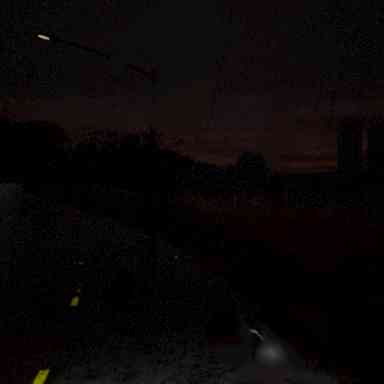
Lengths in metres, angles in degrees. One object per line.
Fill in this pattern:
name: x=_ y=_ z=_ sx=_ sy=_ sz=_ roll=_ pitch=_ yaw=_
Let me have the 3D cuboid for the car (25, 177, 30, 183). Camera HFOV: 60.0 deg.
car: x=-31.738 y=-2.407 z=66.355 sx=1.994 sy=1.385 sz=4.181 roll=0 pitch=0 yaw=-8

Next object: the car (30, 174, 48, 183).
car: x=-27.079 y=-2.385 z=59.652 sx=1.970 sy=1.475 sz=3.806 roll=0 pitch=1 yaw=-14

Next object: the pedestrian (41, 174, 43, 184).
pedestrian: x=-27.896 y=-2.385 z=61.806 sx=0.375 sy=1.860 sz=0.375 roll=2 pitch=-2 yaw=-27

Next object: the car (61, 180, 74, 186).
car: x=-32.214 y=-2.318 z=86.084 sx=1.837 sy=1.490 sz=4.892 roll=0 pitch=-1 yaw=3
